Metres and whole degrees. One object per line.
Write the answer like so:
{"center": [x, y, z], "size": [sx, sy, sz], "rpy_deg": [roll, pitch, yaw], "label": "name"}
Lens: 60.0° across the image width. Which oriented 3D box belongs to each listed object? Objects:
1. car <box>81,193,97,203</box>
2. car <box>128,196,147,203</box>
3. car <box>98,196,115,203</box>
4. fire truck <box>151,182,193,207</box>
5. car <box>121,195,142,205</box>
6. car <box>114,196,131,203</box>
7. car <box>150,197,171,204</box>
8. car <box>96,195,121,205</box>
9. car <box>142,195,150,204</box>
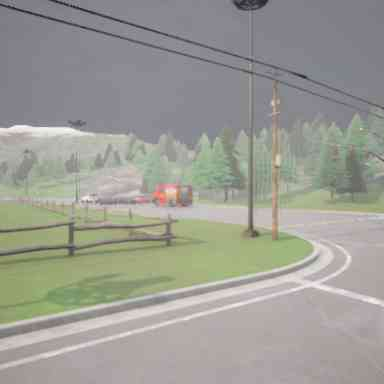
{"center": [-20.678, 1.224, 67.217], "size": [2.150, 2.045, 5.566], "rpy_deg": [0, 0, -35], "label": "car"}
{"center": [-12.070, 1.556, 73.228], "size": [2.033, 1.411, 5.357], "rpy_deg": [0, 0, -35], "label": "car"}
{"center": [-17.815, 1.599, 69.229], "size": [1.895, 1.301, 4.718], "rpy_deg": [0, 0, -35], "label": "car"}
{"center": [-3.180, 0.402, 52.471], "size": [2.891, 3.827, 8.468], "rpy_deg": [0, 0, -31], "label": "fire truck"}
{"center": [-11.781, 1.605, 60.642], "size": [2.033, 1.411, 5.357], "rpy_deg": [0, 0, -35], "label": "car"}
{"center": [-14.933, 1.561, 71.216], "size": [1.994, 1.385, 4.181], "rpy_deg": [0, 0, -35], "label": "car"}
{"center": [-6.231, 1.674, 64.918], "size": [1.895, 1.301, 4.718], "rpy_deg": [0, 0, -35], "label": "car"}
{"center": [-14.879, 1.614, 58.963], "size": [1.994, 1.385, 4.181], "rpy_deg": [0, 0, -35], "label": "car"}
{"center": [-10.011, 1.417, 64.211], "size": [2.097, 1.767, 4.553], "rpy_deg": [0, 0, -35], "label": "car"}
